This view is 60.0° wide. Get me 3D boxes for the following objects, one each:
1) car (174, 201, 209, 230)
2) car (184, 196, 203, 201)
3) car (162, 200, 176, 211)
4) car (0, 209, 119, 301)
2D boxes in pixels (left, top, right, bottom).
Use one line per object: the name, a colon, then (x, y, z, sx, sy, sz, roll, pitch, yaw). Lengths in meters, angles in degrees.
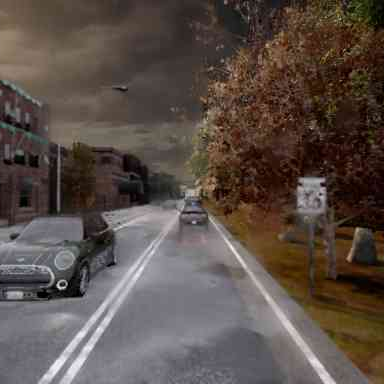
car: (0.129, 1.613, 22.172, 2.128, 1.511, 4.902, 0, -1, 0)
car: (0.192, 1.561, 41.979, 2.150, 2.045, 5.566, 0, -1, 0)
car: (-3.209, 1.921, 48.973, 1.837, 1.490, 4.892, 0, -1, 0)
car: (-3.343, 1.373, 8.548, 2.097, 1.767, 4.553, 0, 0, 0)
